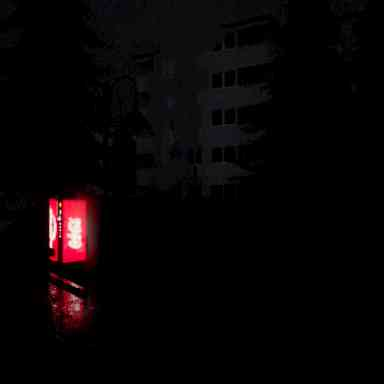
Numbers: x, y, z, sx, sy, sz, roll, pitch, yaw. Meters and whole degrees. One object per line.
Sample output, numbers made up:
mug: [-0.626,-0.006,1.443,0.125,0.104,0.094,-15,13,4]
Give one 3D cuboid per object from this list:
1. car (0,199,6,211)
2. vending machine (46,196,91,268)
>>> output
car: [-23.726,1.352,39.752,2.097,1.767,4.553,0,0,-22]
vending machine: [-3.898,1.195,10.468,1.100,2.100,0.880,0,0,-40]
